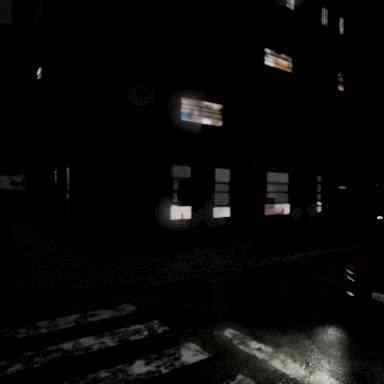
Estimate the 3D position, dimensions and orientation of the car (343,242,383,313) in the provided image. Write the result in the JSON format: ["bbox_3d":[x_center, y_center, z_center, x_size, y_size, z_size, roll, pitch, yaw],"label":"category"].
[{"bbox_3d":[5.198,1.514,7.078,5.008,1.535,1.882,0,0,-36],"label":"car"}]
